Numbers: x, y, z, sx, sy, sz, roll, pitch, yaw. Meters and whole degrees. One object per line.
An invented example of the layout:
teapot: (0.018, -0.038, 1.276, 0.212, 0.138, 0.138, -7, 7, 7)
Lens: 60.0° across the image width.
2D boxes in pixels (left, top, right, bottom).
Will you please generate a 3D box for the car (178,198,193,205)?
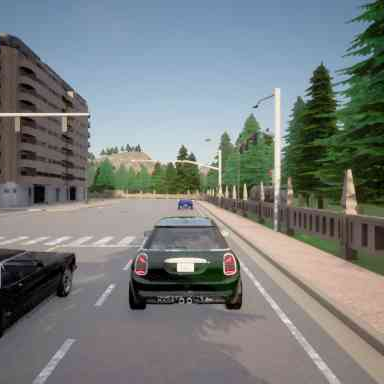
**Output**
car: (-0.878, 1.478, 44.272, 1.882, 1.535, 5.008, 0, 0, -1)

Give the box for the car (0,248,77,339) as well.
car: (-3.545, 1.601, 5.618, 1.895, 1.301, 4.718, 0, 0, -1)

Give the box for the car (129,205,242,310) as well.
car: (-0.130, 1.352, 7.990, 2.097, 1.767, 4.553, 0, 0, 0)
